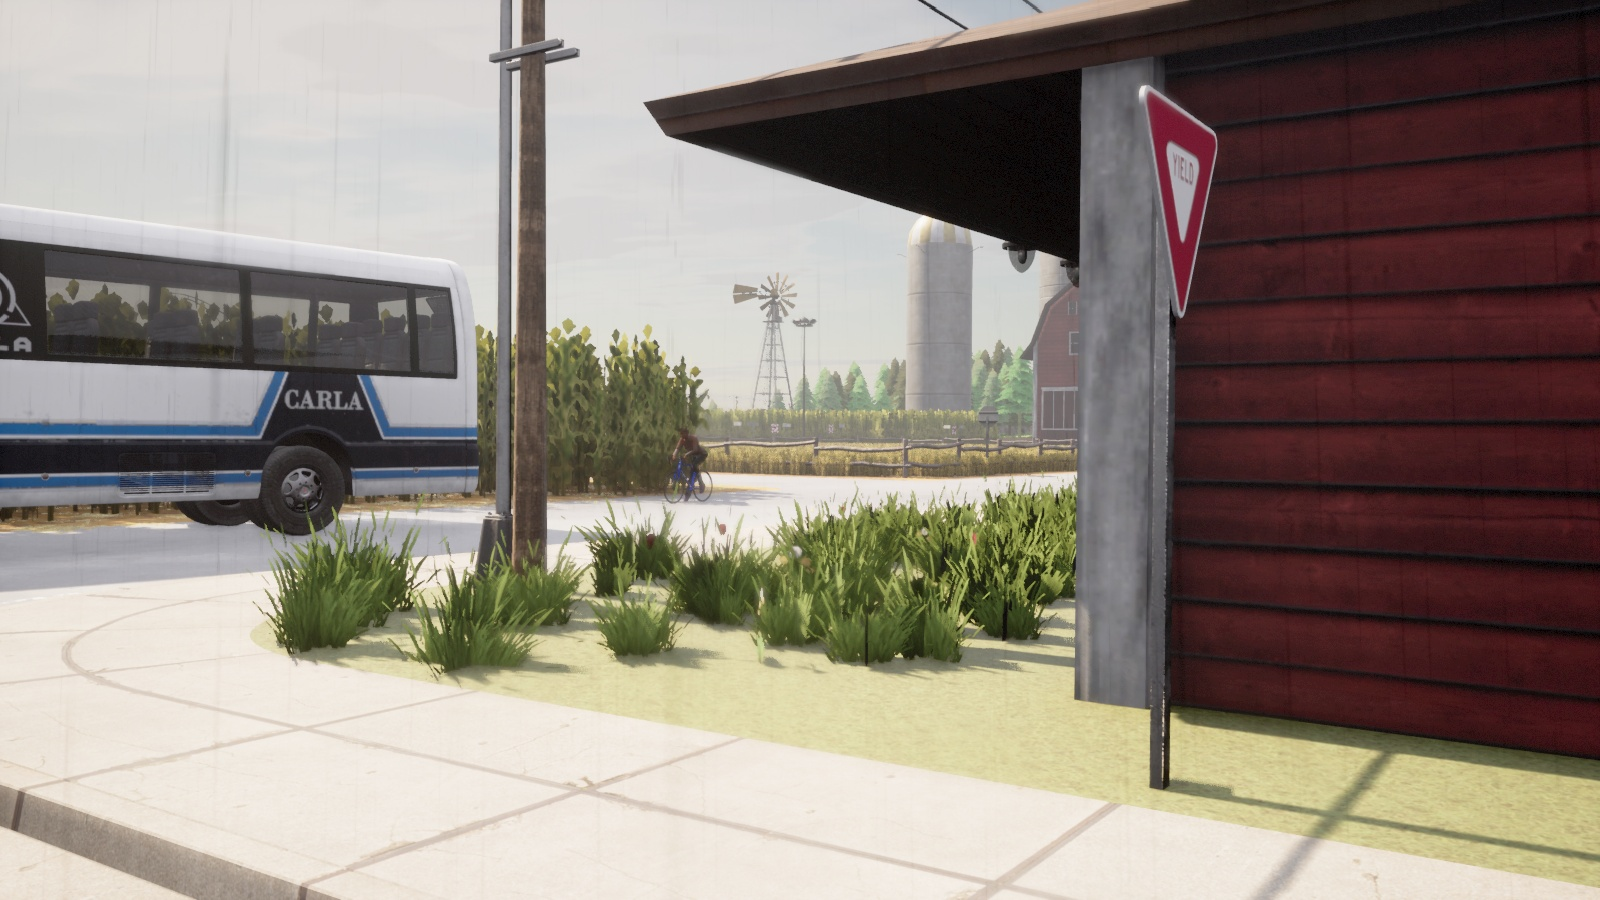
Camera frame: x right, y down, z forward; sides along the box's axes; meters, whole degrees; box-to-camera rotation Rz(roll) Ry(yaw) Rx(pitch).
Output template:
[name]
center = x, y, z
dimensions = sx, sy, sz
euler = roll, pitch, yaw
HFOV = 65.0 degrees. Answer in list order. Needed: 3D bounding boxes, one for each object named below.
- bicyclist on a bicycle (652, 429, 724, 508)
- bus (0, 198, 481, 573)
[bicyclist on a bicycle]
center = -2.359, 0.368, 26.706
dimensions = 0.582, 1.620, 1.656
euler = 0, 1, 34
[bus]
center = -9.744, -0.756, 16.508
dimensions = 3.944, 4.253, 10.273
euler = 0, 1, 41
